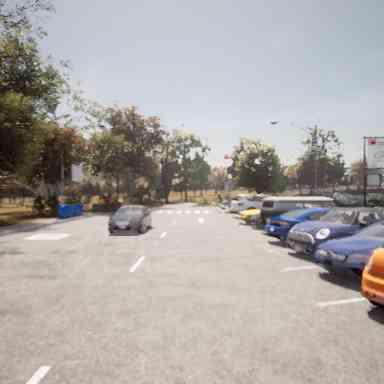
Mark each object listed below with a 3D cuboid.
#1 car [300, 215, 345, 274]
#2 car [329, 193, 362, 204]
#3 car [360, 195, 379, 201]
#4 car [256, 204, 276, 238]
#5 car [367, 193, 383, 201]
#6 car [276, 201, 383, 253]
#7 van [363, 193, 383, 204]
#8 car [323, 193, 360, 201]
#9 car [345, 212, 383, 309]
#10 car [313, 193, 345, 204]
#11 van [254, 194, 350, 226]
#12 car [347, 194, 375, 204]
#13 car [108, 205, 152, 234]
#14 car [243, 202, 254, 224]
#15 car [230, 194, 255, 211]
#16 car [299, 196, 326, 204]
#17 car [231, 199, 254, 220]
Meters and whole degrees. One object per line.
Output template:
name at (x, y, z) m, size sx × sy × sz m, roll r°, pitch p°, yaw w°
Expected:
car at (5.611, 1.515, 9.043) m, size 4.674 × 1.452 × 2.002 m, roll 1°, pitch 0°, yaw -18°
car at (28.766, 1.244, 62.646) m, size 2.435 × 2.045 × 5.566 m, roll 0°, pitch -1°, yaw -20°
car at (22.532, 1.512, 45.747) m, size 2.163 × 1.488 × 4.792 m, roll -1°, pitch 1°, yaw -20°
car at (5.777, 1.483, 15.052) m, size 5.008 × 1.535 × 2.097 m, roll 1°, pitch 0°, yaw -18°
car at (25.498, 1.222, 45.745) m, size 2.435 × 2.045 × 5.566 m, roll -1°, pitch 1°, yaw -20°
car at (5.732, 1.353, 12.049) m, size 4.553 × 1.767 × 2.185 m, roll 1°, pitch 0°, yaw -18°
van at (34.747, 1.252, 62.762) m, size 1.878 × 1.987 × 4.442 m, roll 0°, pitch -1°, yaw -20°
car at (19.614, 1.241, 45.712) m, size 2.435 × 2.045 × 5.566 m, roll 0°, pitch 1°, yaw -20°
car at (5.489, 1.345, 6.037) m, size 4.553 × 1.767 × 2.185 m, roll 1°, pitch 0°, yaw -18°
car at (25.705, 1.254, 62.694) m, size 2.435 × 2.045 × 5.566 m, roll 0°, pitch -1°, yaw -20°
van at (5.981, 1.263, 18.093) m, size 4.442 × 1.987 × 1.878 m, roll 1°, pitch 0°, yaw -18°
car at (31.764, 1.361, 62.692) m, size 2.185 × 1.767 × 4.553 m, roll 0°, pitch -1°, yaw -20°
car at (-3.510, 1.530, 19.500) m, size 2.128 × 1.511 × 4.902 m, roll 0°, pitch 0°, yaw 2°
car at (5.957, 1.532, 21.052) m, size 4.674 × 1.452 × 2.002 m, roll 1°, pitch 0°, yaw -18°
car at (6.212, 1.255, 30.084) m, size 5.566 × 2.045 × 2.435 m, roll 1°, pitch 0°, yaw -19°
car at (22.682, 1.544, 62.694) m, size 2.163 × 1.488 × 4.792 m, roll 0°, pitch -1°, yaw -20°
car at (5.856, 1.491, 23.998) m, size 5.366 × 1.575 × 1.946 m, roll 1°, pitch 0°, yaw -18°
